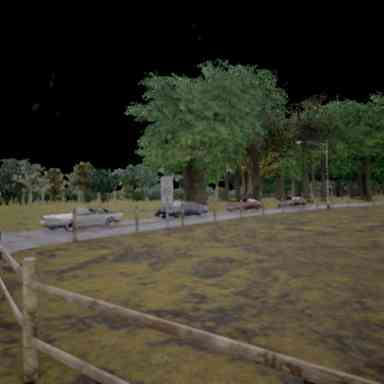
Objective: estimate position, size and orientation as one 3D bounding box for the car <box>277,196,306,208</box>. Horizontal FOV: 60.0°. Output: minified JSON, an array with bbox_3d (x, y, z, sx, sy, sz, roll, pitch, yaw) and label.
[{"bbox_3d":[12.917,1.301,42.828,4.674,1.442,1.812,-1,-1,-41],"label":"car"}]

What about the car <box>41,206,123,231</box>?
[{"bbox_3d":[-6.631,1.567,20.349,1.895,1.301,4.718,-2,-1,36],"label":"car"}]

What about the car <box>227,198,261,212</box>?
[{"bbox_3d":[5.670,1.379,35.771,1.812,1.442,4.674,-2,-1,43],"label":"car"}]

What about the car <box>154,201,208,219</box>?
[{"bbox_3d":[-0.780,1.465,28.201,2.033,1.411,5.357,-2,-1,38],"label":"car"}]
